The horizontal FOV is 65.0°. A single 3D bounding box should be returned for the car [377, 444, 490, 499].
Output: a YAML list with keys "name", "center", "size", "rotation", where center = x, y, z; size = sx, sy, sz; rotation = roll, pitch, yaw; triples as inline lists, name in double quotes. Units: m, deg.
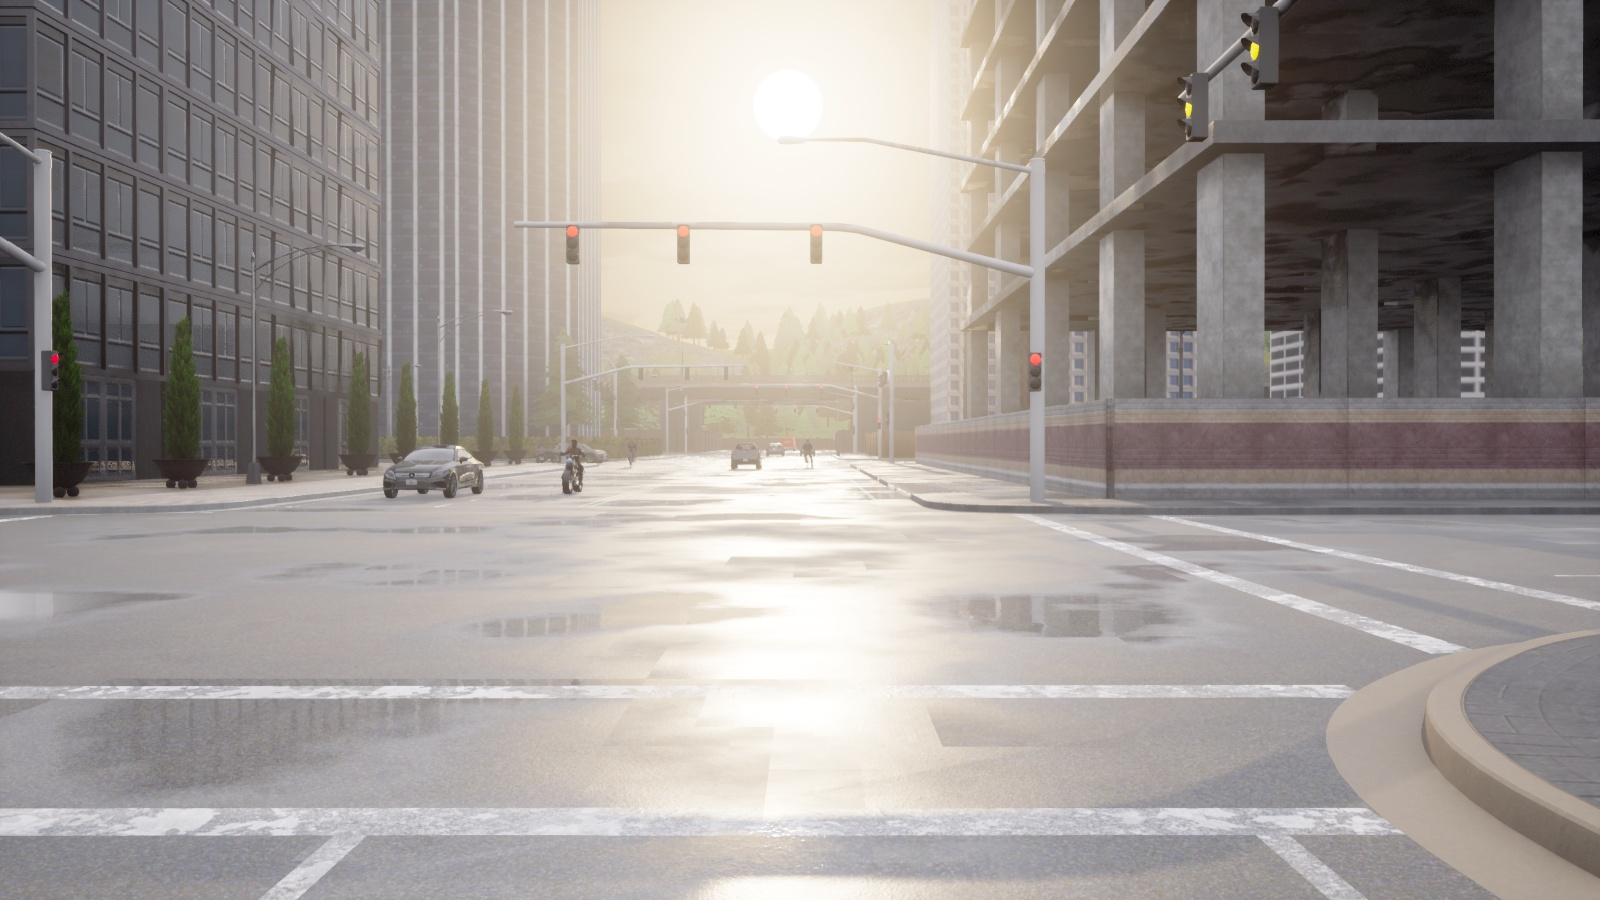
- name: "car"
  center: [-10.276, 0.563, 35.566]
  size: [1.812, 1.442, 4.674]
  rotation: [0, 0, 0]

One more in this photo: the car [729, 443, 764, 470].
- name: "car"
  center: [-3.061, 0.351, 72.112]
  size: [1.845, 1.501, 3.633]
  rotation: [0, 0, 0]

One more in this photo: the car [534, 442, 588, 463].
- name: "car"
  center: [-17.638, 0.188, 92.654]
  size: [3.705, 1.549, 1.789]
  rotation: [0, 0, -3]

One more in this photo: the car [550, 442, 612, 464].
- name: "car"
  center: [-15.433, 0.200, 88.465]
  size: [3.806, 1.475, 1.970]
  rotation: [0, 0, 13]

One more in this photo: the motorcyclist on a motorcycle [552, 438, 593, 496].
- name: "motorcyclist on a motorcycle"
  center: [-6.765, 0.480, 37.403]
  size: [0.766, 1.649, 2.350]
  rotation: [0, 0, 0]
